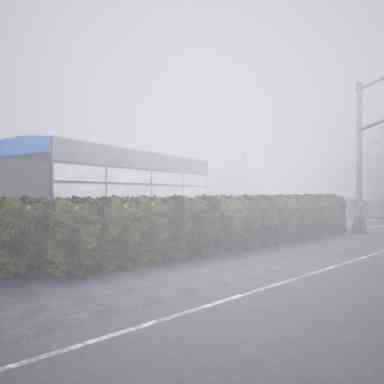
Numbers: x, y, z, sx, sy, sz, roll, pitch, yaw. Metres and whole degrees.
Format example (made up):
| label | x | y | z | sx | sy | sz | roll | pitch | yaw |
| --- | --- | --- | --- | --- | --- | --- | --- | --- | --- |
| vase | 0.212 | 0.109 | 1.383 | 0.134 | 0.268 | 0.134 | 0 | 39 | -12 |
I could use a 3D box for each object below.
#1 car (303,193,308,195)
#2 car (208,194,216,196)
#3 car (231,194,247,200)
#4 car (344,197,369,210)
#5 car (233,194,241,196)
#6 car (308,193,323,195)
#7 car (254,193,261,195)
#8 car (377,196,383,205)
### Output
| label | x | y | z | sx | sy | sz | roll | pitch | yaw |
| --- | --- | --- | --- | --- | --- | --- | --- | --- | --- |
| car | 24.982 | 1.077 | 72.595 | 3.866 | 1.878 | 1.905 | 0 | 0 | -41 |
| car | 4.546 | 1.298 | 85.242 | 4.514 | 1.523 | 2.007 | 0 | 0 | -41 |
| car | 12.288 | 1.232 | 87.019 | 3.806 | 1.475 | 1.970 | 0 | 0 | -41 |
| car | 19.290 | 1.340 | 39.529 | 4.514 | 1.523 | 2.007 | 0 | 0 | -41 |
| car | 8.946 | 1.298 | 63.519 | 4.514 | 1.523 | 2.007 | 0 | 0 | -41 |
| car | 27.179 | 1.097 | 70.648 | 4.605 | 1.855 | 1.932 | 0 | 0 | -41 |
| car | 16.693 | 1.154 | 82.340 | 5.027 | 1.636 | 2.152 | 0 | 0 | -41 |
| car | 31.531 | 1.384 | 53.866 | 3.806 | 1.475 | 1.970 | 0 | 0 | -41 |
